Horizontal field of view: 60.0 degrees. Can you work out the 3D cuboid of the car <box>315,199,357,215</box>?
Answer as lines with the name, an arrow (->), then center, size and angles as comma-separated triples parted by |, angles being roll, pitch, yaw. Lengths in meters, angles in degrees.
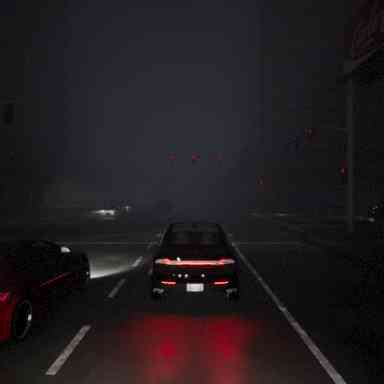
car -> 14.806, 1.491, 33.017 | 4.902, 1.511, 2.128 | 0, 0, 0

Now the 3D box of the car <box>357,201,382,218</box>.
car -> 17.703, 1.352, 29.530 | 4.553, 1.767, 2.097 | 0, 0, 0

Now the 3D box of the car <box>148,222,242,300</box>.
car -> 0.068, 1.491, 8.365 | 2.128, 1.511, 4.902 | 0, 0, 0

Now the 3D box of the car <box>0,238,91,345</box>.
car -> -3.442, 1.564, 6.388 | 1.994, 1.385, 4.181 | 0, 0, 0

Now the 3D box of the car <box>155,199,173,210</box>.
car -> -3.488, 1.563, 42.039 | 1.994, 1.385, 4.181 | 0, 0, 1

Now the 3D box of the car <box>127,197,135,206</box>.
car -> -10.576, 1.547, 54.104 | 2.033, 1.411, 5.357 | 0, 0, 0

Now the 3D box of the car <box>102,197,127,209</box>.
car -> -10.590, 1.491, 44.362 | 2.128, 1.511, 4.902 | 0, 0, 0
